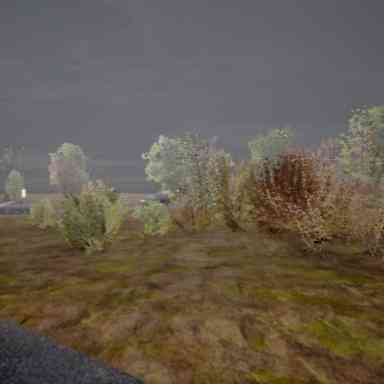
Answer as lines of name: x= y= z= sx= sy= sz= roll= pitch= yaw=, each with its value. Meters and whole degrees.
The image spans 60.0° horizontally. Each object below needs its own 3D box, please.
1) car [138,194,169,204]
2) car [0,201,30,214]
car: x=-6.123 y=1.323 z=53.824 sx=2.150 sy=2.045 sz=5.566 roll=0 pitch=0 yaw=39
car: x=-19.505 y=1.651 z=36.403 sx=1.994 sy=1.385 sz=4.181 roll=0 pitch=0 yaw=37
